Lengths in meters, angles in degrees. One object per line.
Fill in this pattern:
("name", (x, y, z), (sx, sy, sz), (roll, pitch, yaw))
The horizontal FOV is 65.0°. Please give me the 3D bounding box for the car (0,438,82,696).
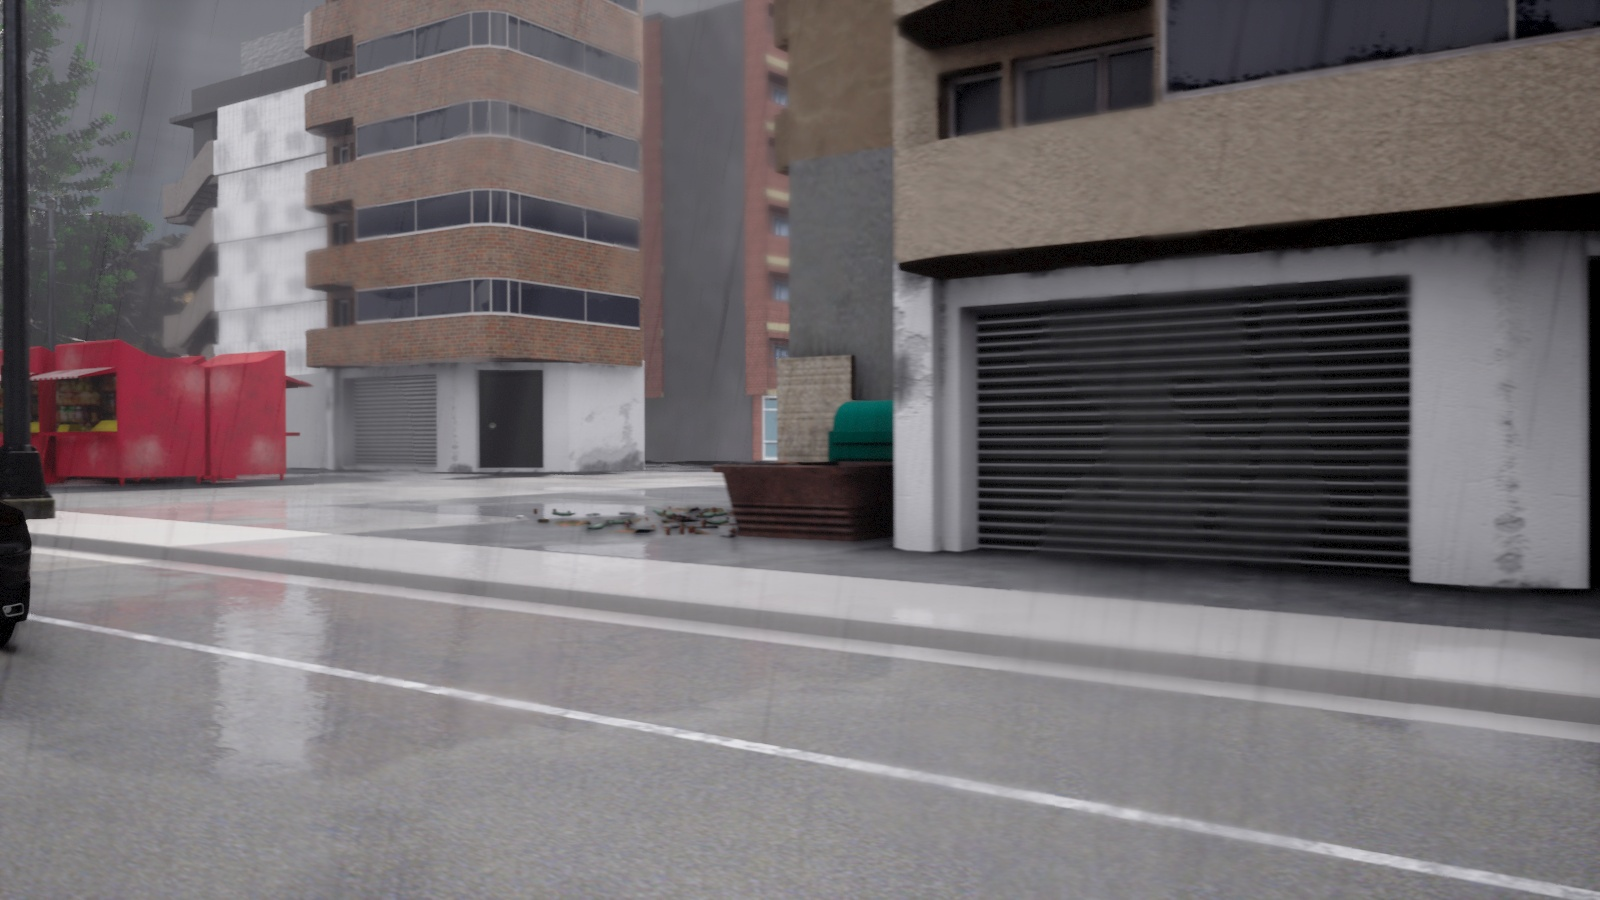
("car", (-6.927, 0.688, 8.227), (4.892, 1.490, 1.837), (0, 1, 34))
